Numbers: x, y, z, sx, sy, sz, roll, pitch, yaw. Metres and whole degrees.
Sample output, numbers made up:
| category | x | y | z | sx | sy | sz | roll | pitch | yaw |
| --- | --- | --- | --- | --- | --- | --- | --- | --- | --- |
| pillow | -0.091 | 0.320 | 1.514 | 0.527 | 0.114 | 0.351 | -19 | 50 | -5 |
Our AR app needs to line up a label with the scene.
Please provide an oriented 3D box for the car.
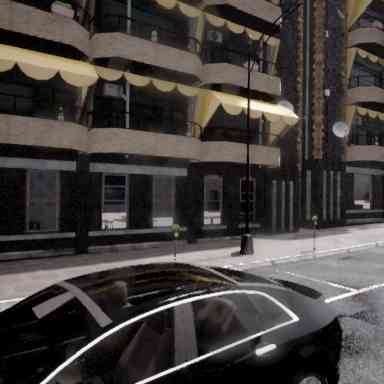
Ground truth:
| category | x | y | z | sx | sy | sz | roll | pitch | yaw |
| --- | --- | --- | --- | --- | --- | --- | --- | --- | --- |
| car | -0.650 | 1.505 | 2.858 | 4.892 | 1.490 | 1.837 | 0 | 0 | -35 |
